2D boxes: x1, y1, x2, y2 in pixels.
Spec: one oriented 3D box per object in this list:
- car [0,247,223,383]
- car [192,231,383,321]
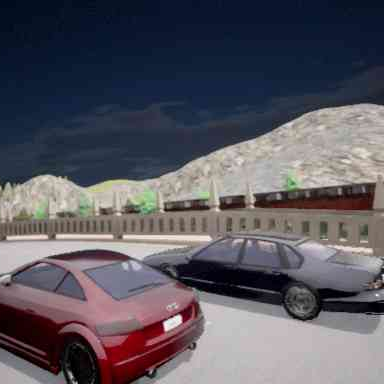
[{"bbox_3d":[-1.875,1.637,5.262,4.181,1.385,1.994,-2,-1,35],"label":"car"},{"bbox_3d":[1.311,1.591,7.305,5.357,1.411,2.033,-1,-1,35],"label":"car"}]
